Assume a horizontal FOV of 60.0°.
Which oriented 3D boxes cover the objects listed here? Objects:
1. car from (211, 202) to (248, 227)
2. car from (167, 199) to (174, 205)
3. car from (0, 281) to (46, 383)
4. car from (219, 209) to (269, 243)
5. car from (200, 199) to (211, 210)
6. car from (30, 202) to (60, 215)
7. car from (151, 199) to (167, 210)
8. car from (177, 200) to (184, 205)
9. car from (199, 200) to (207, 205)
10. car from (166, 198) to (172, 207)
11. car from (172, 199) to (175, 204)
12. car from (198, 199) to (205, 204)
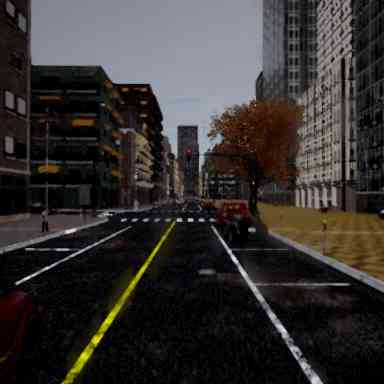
[{"bbox_3d":[2.700,1.576,22.539,2.192,1.841,5.009,0,-1,0],"label":"car"},{"bbox_3d":[-5.661,2.655,88.117,1.802,1.307,4.206,0,-1,0],"label":"car"},{"bbox_3d":[-3.098,1.601,3.117,1.994,1.385,4.181,0,-1,0],"label":"car"},{"bbox_3d":[2.698,1.763,17.013,1.947,1.339,4.313,0,-1,0],"label":"car"},{"bbox_3d":[2.709,2.194,54.922,1.887,1.381,4.507,0,-1,0],"label":"car"},{"bbox_3d":[-16.414,1.756,35.526,4.403,1.369,2.008,1,-2,-1],"label":"car"},{"bbox_3d":[-5.671,2.201,54.924,2.008,1.369,4.403,0,-1,0],"label":"car"},{"bbox_3d":[-2.972,2.640,86.411,1.895,1.301,4.718,0,-1,0],"label":"car"},{"bbox_3d":[2.718,2.583,82.582,1.802,1.307,4.206,0,-1,0],"label":"car"},{"bbox_3d":[-5.668,2.340,65.989,2.008,1.369,4.403,0,-1,0],"label":"car"},{"bbox_3d":[-5.664,2.371,77.055,1.967,1.590,4.097,0,-1,0],"label":"car"},{"bbox_3d":[2.721,2.672,93.818,1.752,1.417,4.829,0,-1,0],"label":"car"}]
